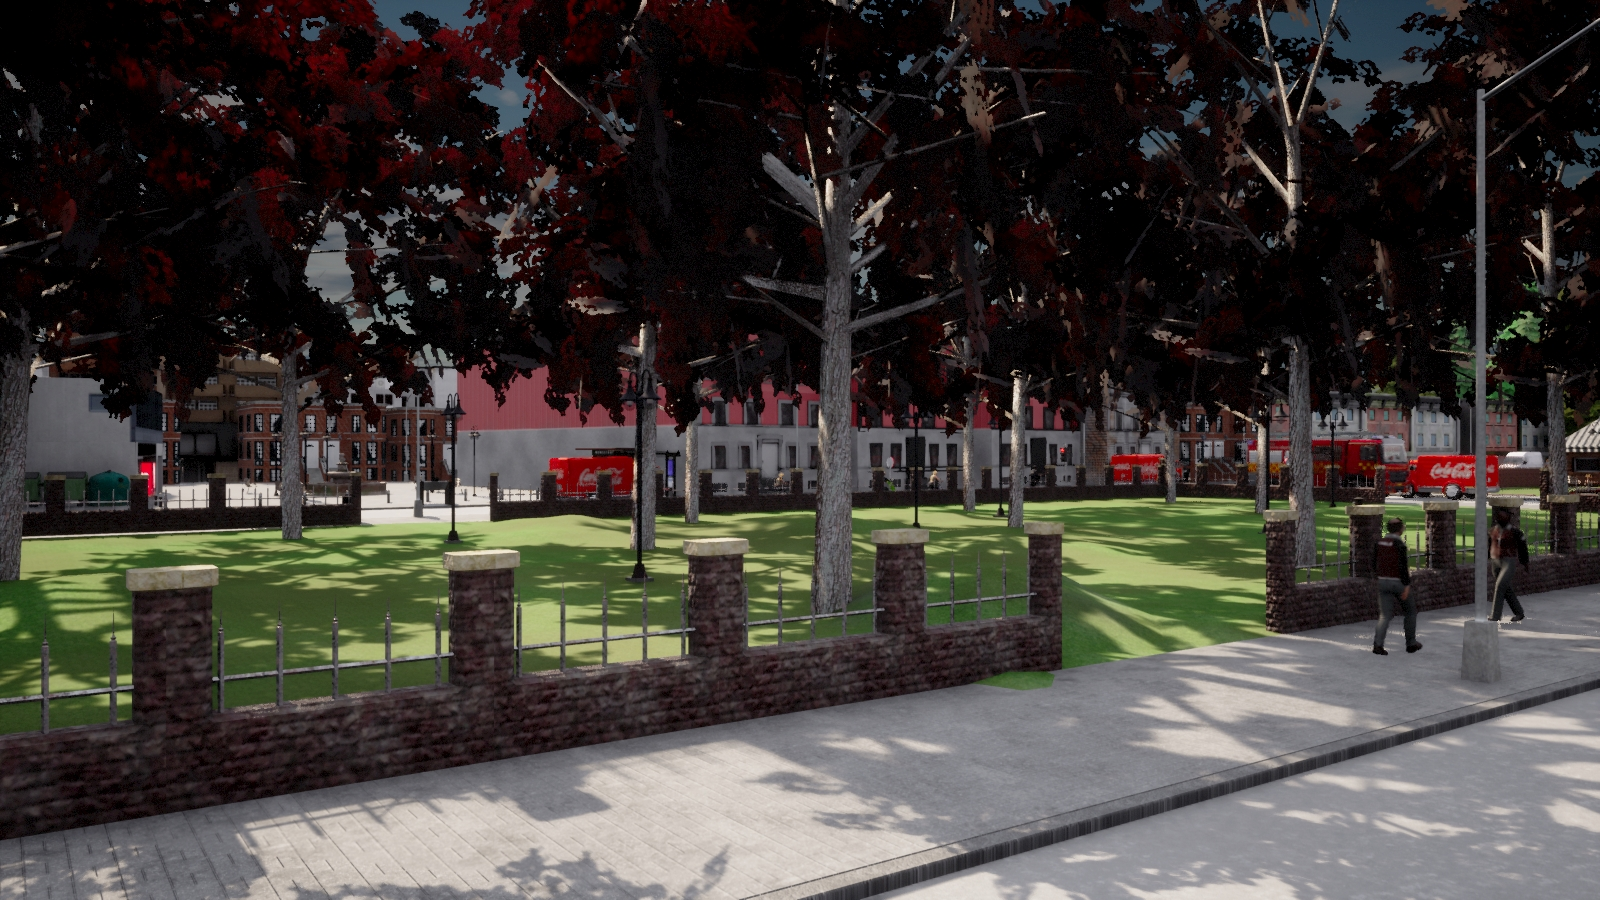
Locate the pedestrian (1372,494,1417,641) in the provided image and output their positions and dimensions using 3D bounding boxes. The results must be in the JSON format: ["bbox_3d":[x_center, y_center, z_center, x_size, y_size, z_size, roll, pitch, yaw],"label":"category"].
[{"bbox_3d":[7.733,1.516,14.860,0.375,1.860,0.375,0,0,-27],"label":"pedestrian"}]

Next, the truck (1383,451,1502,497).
[{"bbox_3d":[36.296,1.318,64.665,2.627,2.467,5.204,0,0,-35],"label":"truck"}]

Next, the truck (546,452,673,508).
[{"bbox_3d":[-8.897,1.343,53.461,5.204,2.467,2.627,0,0,-35],"label":"truck"}]

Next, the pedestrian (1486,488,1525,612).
[{"bbox_3d":[10.822,1.517,17.529,0.375,1.860,0.375,0,0,-29],"label":"pedestrian"}]

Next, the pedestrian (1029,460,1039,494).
[{"bbox_3d":[12.874,1.505,62.854,0.375,1.860,0.375,0,0,-34],"label":"pedestrian"}]

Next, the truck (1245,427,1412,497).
[{"bbox_3d":[30.502,0.645,66.317,2.891,3.827,8.468,0,0,-37],"label":"truck"}]
